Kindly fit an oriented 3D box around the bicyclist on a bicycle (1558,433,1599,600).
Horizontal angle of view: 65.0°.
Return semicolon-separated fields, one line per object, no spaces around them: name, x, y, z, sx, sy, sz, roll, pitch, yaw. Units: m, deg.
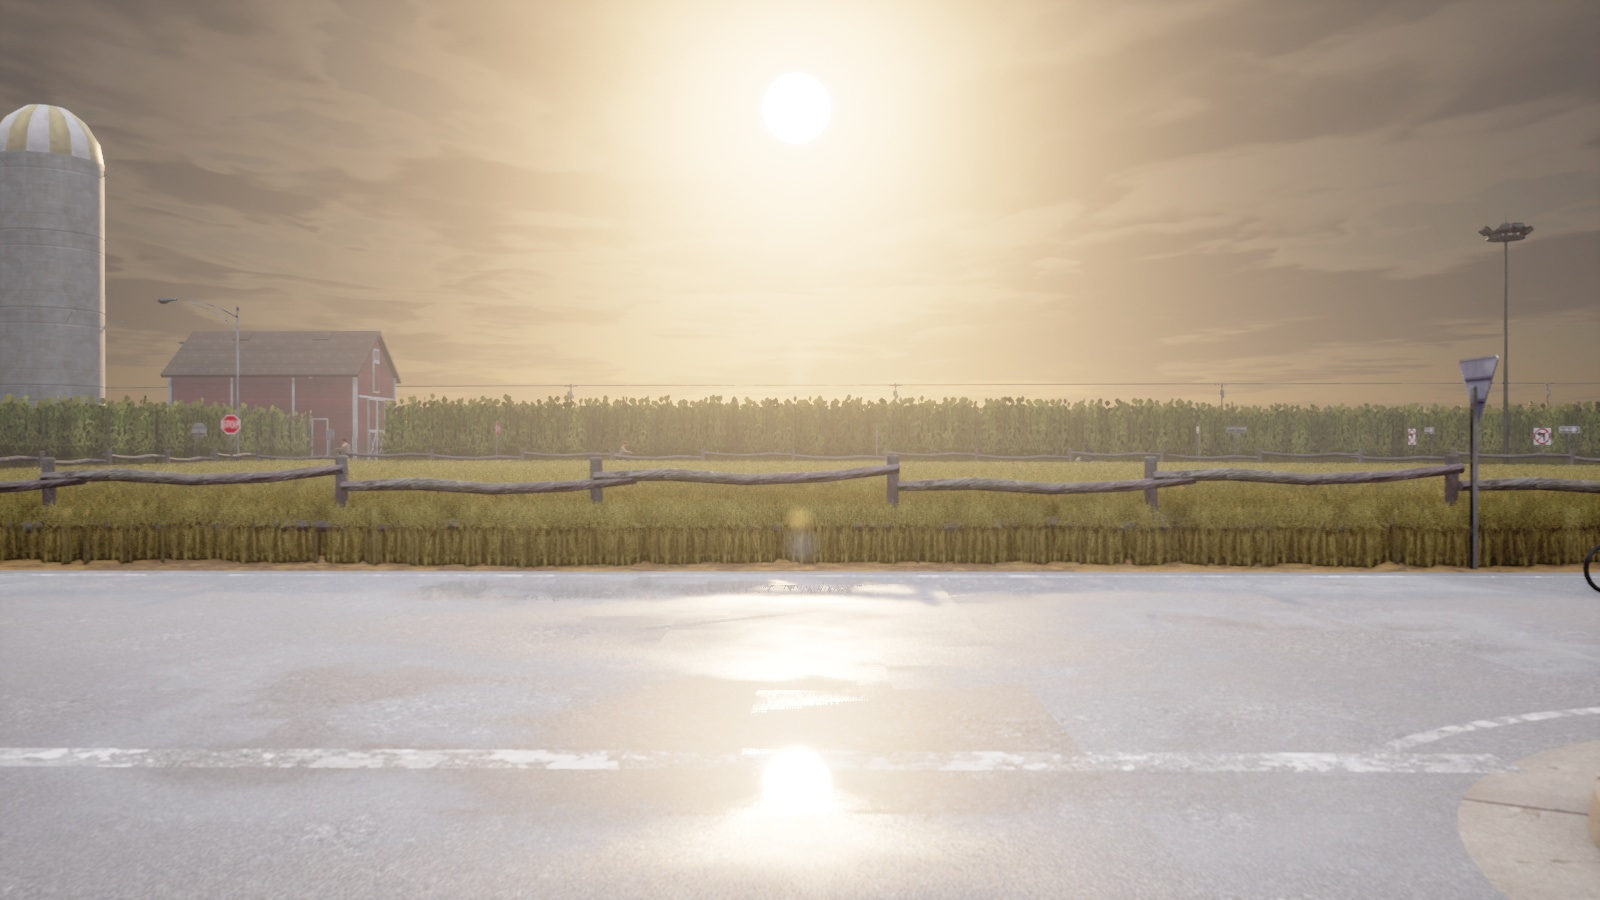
bicyclist on a bicycle;8.490;0.645;12.374;1.509;1.612;0.866;0;0;1
